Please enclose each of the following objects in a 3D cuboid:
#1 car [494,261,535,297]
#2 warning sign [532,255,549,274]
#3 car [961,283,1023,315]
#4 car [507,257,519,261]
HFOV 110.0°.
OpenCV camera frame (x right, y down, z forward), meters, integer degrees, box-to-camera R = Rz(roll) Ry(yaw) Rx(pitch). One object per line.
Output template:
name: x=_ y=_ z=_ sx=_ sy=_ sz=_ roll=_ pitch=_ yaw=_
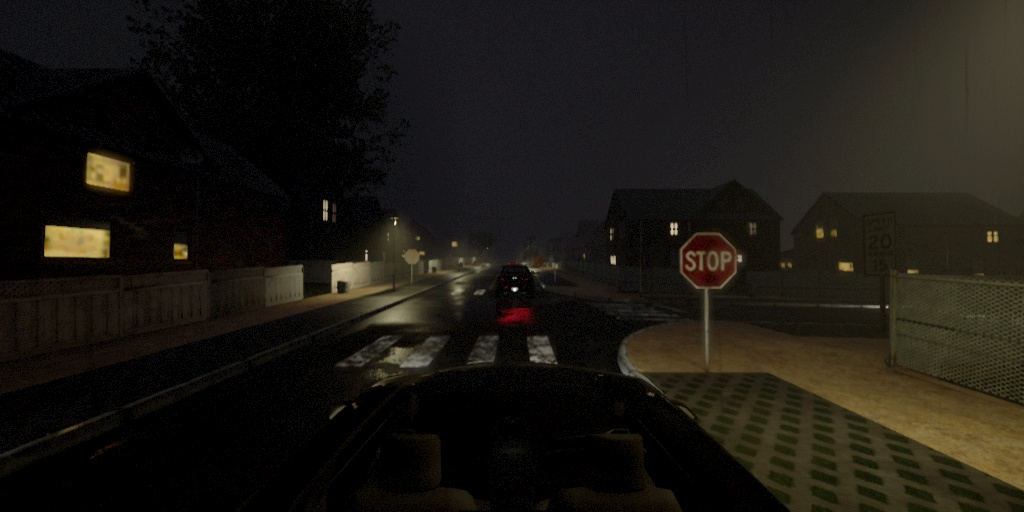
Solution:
car: x=0.133 y=1.208 z=18.359 sx=1.837 sy=1.490 sz=4.892 roll=0 pitch=0 yaw=0
warning sign: x=2.590 y=0.780 z=34.000 sx=1.300 sy=1.860 sz=1.060 roll=0 pitch=0 yaw=0
car: x=21.611 y=1.813 z=14.900 sx=4.181 sy=1.385 sz=1.994 roll=1 pitch=-2 yaw=0
car: x=0.174 y=1.231 z=56.818 sx=1.895 sy=1.301 sz=4.718 roll=0 pitch=0 yaw=1
